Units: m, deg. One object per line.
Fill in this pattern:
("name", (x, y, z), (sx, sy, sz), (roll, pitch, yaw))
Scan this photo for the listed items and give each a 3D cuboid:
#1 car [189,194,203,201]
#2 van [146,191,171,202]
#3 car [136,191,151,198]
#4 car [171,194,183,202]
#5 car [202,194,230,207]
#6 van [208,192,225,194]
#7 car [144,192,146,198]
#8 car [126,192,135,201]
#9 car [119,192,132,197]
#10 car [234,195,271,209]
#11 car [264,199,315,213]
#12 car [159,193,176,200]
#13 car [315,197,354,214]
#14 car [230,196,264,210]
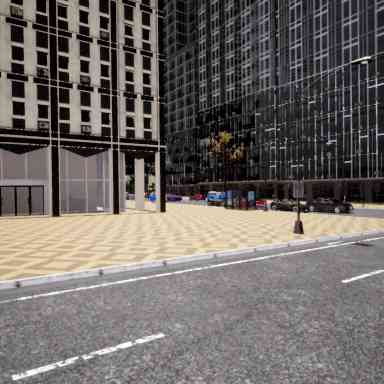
("car", (1.023, 1.043, 63.112), (1.802, 1.307, 4.206), (0, 1, -35))
("van", (-5.875, 0.937, 58.351), (1.690, 1.788, 3.998), (0, 1, -35))
("car", (-11.890, 0.686, 81.822), (1.967, 1.590, 4.097), (0, 1, -35))
("car", (-3.523, 1.157, 59.619), (1.895, 1.301, 4.718), (-1, 1, -34))
("car", (3.764, 1.319, 44.291), (1.947, 1.339, 4.313), (0, 1, -35))
("van", (4.250, 0.855, 58.431), (1.690, 1.788, 3.998), (0, 1, -35))
("car", (-8.661, 0.615, 77.143), (2.192, 1.841, 5.009), (0, 1, -35))
("car", (-12.331, 1.039, 67.710), (2.008, 1.369, 4.403), (0, 1, -35))
("car", (-18.345, 0.688, 91.179), (2.008, 1.369, 4.403), (0, 1, -35))
("car", (7.747, 1.243, 43.160), (1.837, 1.490, 4.892), (-1, 2, -35))
("car", (10.158, 1.424, 34.891), (1.947, 1.339, 4.313), (-1, 1, -35))
("car", (-5.433, 0.936, 72.468), (1.802, 1.307, 4.206), (0, 1, -35))
("car", (14.020, 1.345, 34.070), (1.837, 1.490, 4.892), (-1, 1, -35))
("car", (6.944, 1.388, 39.581), (1.802, 1.307, 4.206), (0, 1, -35))
